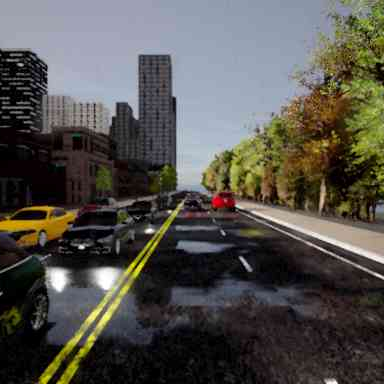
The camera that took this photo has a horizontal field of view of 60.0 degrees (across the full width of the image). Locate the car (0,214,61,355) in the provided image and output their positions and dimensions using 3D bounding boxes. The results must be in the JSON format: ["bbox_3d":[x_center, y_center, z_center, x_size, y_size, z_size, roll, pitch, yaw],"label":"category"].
[{"bbox_3d":[-3.352,1.326,3.474,2.097,1.767,4.553,0,0,0],"label":"car"}]

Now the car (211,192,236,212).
[{"bbox_3d":[3.326,0.963,35.371,2.150,2.045,5.566,0,1,0],"label":"car"}]

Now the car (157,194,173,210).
[{"bbox_3d":[-3.286,1.071,38.140,2.097,1.767,4.553,0,1,0],"label":"car"}]

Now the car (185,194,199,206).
[{"bbox_3d":[0.002,1.117,48.912,1.882,1.535,5.008,0,1,0],"label":"car"}]

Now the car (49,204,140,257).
[{"bbox_3d":[-3.355,1.412,12.535,1.837,1.490,4.892,0,0,0],"label":"car"}]

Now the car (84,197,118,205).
[{"bbox_3d":[-6.603,1.175,24.070,2.097,1.767,4.553,0,0,0],"label":"car"}]

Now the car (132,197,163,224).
[{"bbox_3d":[-3.356,1.336,22.933,1.837,1.490,4.892,0,1,0],"label":"car"}]

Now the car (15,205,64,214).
[{"bbox_3d":[-6.607,1.372,14.291,1.882,1.535,5.008,0,0,0],"label":"car"}]

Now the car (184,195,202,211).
[{"bbox_3d":[0.079,1.224,36.595,2.128,1.511,4.902,0,0,0],"label":"car"}]
